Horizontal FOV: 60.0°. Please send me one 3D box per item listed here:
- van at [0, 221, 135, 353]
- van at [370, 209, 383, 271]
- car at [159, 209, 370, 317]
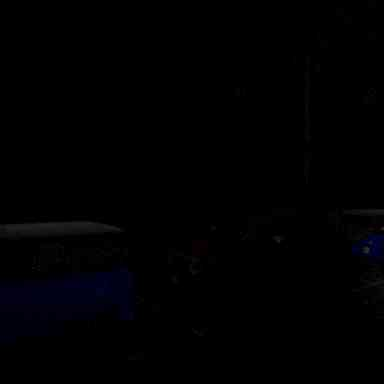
[{"bbox_3d":[-2.774,1.343,4.555,3.998,1.788,1.690,1,0,-35],"label":"van"},{"bbox_3d":[6.225,1.445,10.967,3.998,1.788,1.690,1,0,-35],"label":"van"},{"bbox_3d":[1.725,1.368,7.763,5.009,1.841,2.192,1,0,-35],"label":"car"}]
